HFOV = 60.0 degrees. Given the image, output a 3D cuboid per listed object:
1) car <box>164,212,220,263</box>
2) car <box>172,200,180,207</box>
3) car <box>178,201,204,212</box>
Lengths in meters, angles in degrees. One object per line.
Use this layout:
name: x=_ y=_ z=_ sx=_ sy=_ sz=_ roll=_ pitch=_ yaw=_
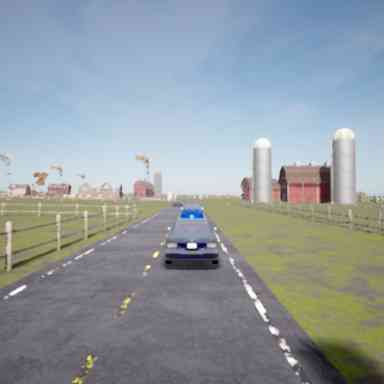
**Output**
car: x=0.004 y=1.686 z=12.522 sx=2.033 sy=1.411 sz=5.357 roll=0 pitch=-1 yaw=0
car: x=-2.797 y=2.278 z=64.379 sx=1.994 sy=1.385 sz=4.181 roll=0 pitch=-1 yaw=1
car: x=0.014 y=1.800 z=29.252 sx=1.882 sy=1.535 sz=5.008 roll=0 pitch=0 yaw=0
